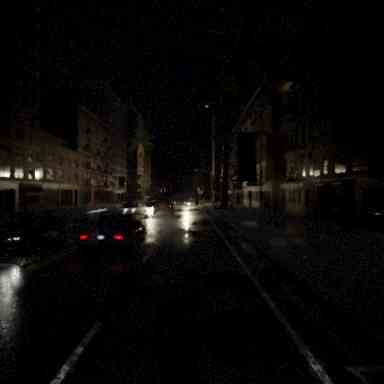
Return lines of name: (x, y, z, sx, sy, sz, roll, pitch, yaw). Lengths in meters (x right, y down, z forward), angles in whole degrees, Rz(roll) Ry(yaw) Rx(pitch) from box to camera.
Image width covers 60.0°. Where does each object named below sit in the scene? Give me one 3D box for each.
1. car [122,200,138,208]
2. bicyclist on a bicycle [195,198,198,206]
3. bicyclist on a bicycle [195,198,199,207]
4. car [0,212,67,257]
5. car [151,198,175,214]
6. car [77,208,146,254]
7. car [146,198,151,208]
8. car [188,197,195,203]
car: (-9.835, 1.958, 53.469, 1.994, 1.385, 4.181, 0, 0, 0)
bicyclist on a bicycle: (0.870, 2.038, 70.500, 0.582, 1.620, 1.656, 0, -1, 0)
bicyclist on a bicycle: (0.873, 1.935, 61.507, 0.582, 1.620, 1.656, 0, -1, 0)
car: (-6.605, 1.577, 13.264, 2.128, 1.511, 4.902, 0, 0, 0)
car: (-3.164, 1.611, 38.603, 2.097, 1.767, 4.553, 0, 0, 0)
car: (-3.155, 1.638, 13.991, 2.033, 1.411, 5.357, 0, 0, 0)
car: (-6.566, 1.782, 56.775, 2.097, 1.767, 4.553, 0, -1, 0)
car: (-0.030, 2.158, 89.984, 2.128, 1.511, 4.902, 0, -1, 0)
